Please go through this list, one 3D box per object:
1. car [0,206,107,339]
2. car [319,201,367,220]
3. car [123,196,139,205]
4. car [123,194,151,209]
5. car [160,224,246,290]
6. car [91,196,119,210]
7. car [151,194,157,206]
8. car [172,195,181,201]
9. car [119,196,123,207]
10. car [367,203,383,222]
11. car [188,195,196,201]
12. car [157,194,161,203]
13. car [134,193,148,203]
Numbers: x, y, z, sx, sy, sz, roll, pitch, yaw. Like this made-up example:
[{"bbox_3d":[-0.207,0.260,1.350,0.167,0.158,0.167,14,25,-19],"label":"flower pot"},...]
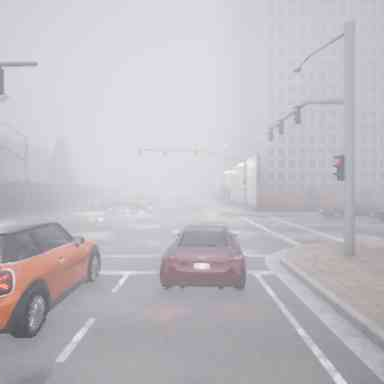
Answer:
[{"bbox_3d":[-3.413,1.337,6.725,2.097,1.767,4.553,0,0,0],"label":"car"},{"bbox_3d":[13.096,1.485,27.618,4.902,1.511,2.128,0,0,0],"label":"car"},{"bbox_3d":[-10.552,1.470,58.119,1.895,1.301,4.718,0,0,0],"label":"car"},{"bbox_3d":[-7.082,1.255,43.272,2.097,1.767,4.553,0,0,0],"label":"car"},{"bbox_3d":[0.381,1.545,9.081,1.994,1.385,4.181,0,0,5],"label":"car"},{"bbox_3d":[-10.599,1.402,39.670,2.128,1.511,4.902,0,0,1],"label":"car"},{"bbox_3d":[-7.077,1.387,52.215,1.837,1.490,4.892,0,0,0],"label":"car"},{"bbox_3d":[-3.493,1.306,76.509,1.882,1.535,5.008,0,0,0],"label":"car"},{"bbox_3d":[-10.585,1.368,48.818,1.882,1.535,5.008,0,0,0],"label":"car"},{"bbox_3d":[15.916,1.479,24.123,5.008,1.535,1.882,0,0,0],"label":"car"},{"bbox_3d":[0.007,1.371,80.766,1.994,1.385,4.181,0,0,0],"label":"car"},{"bbox_3d":[-7.019,1.212,62.293,2.097,1.767,4.553,0,0,1],"label":"car"},{"bbox_3d":[-10.494,1.201,68.448,2.097,1.767,4.553,0,0,0],"label":"car"}]
